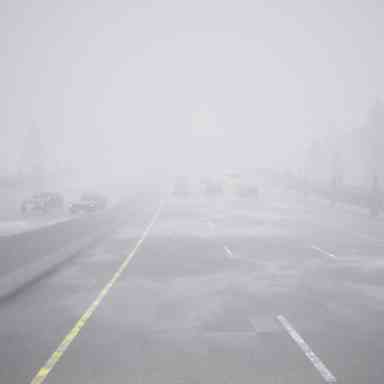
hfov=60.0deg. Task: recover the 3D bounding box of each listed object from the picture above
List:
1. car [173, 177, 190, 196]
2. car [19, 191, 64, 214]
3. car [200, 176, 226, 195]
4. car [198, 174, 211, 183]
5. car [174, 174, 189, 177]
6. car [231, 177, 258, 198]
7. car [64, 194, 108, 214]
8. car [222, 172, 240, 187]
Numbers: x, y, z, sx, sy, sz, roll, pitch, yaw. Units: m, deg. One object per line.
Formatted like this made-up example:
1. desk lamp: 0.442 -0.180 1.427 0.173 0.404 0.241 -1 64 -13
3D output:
1. car: -1.196 -0.452 37.740 2.033 1.411 5.357 0 7 -1
2. car: -11.356 0.693 25.468 2.128 1.511 4.902 0 5 -2
3. car: 2.348 -0.570 38.239 1.882 1.535 5.008 0 7 -2
4. car: 2.016 -1.861 48.516 1.882 1.535 5.008 0 7 -2
5. car: -1.528 -1.822 48.086 1.882 1.535 5.008 0 7 -1
6. car: 5.902 -0.336 36.455 1.882 1.535 5.008 0 7 -2
7. car: -7.857 0.852 25.553 1.895 1.301 4.718 0 5 -2
8. car: 5.496 -1.845 46.441 2.150 2.045 5.566 0 7 -2
